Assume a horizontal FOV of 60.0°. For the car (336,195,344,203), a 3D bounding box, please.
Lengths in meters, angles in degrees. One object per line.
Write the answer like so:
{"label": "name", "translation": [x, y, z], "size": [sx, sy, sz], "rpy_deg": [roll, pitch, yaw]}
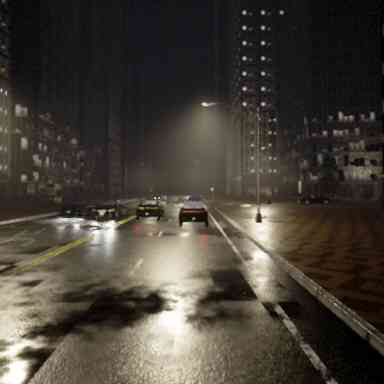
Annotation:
{"label": "car", "translation": [21.982, 0.988, 53.784], "size": [4.829, 1.417, 1.752], "rpy_deg": [-1, 0, -1]}

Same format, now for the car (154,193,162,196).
{"label": "car", "translation": [-9.717, 0.929, 95.104], "size": [1.994, 1.385, 4.181], "rpy_deg": [0, 0, 0]}

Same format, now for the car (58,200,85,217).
{"label": "car", "translation": [-9.816, 1.378, 28.430], "size": [1.994, 1.385, 4.181], "rpy_deg": [0, 0, 0]}

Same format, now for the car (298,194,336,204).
{"label": "car", "translation": [16.698, 0.984, 45.337], "size": [4.403, 1.369, 2.008], "rpy_deg": [-1, 0, -1]}

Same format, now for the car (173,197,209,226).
{"label": "car", "translation": [0.108, 1.348, 21.856], "size": [2.128, 1.511, 4.902], "rpy_deg": [0, 0, 0]}

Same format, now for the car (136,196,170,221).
{"label": "car", "translation": [-3.141, 1.323, 25.754], "size": [2.128, 1.511, 4.902], "rpy_deg": [0, 0, 0]}

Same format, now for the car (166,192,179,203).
{"label": "car", "translation": [-3.130, 1.192, 53.916], "size": [1.812, 1.442, 4.674], "rpy_deg": [0, 0, 0]}

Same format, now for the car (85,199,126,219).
{"label": "car", "translation": [-6.573, 1.318, 26.714], "size": [2.128, 1.511, 4.902], "rpy_deg": [0, 0, 0]}

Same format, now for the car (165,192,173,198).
{"label": "car", "translation": [-6.467, 0.877, 95.102], "size": [1.837, 1.490, 4.892], "rpy_deg": [0, 0, 0]}

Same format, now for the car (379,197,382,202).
{"label": "car", "translation": [27.816, 0.910, 45.477], "size": [4.206, 1.307, 1.802], "rpy_deg": [-1, 0, -1]}
